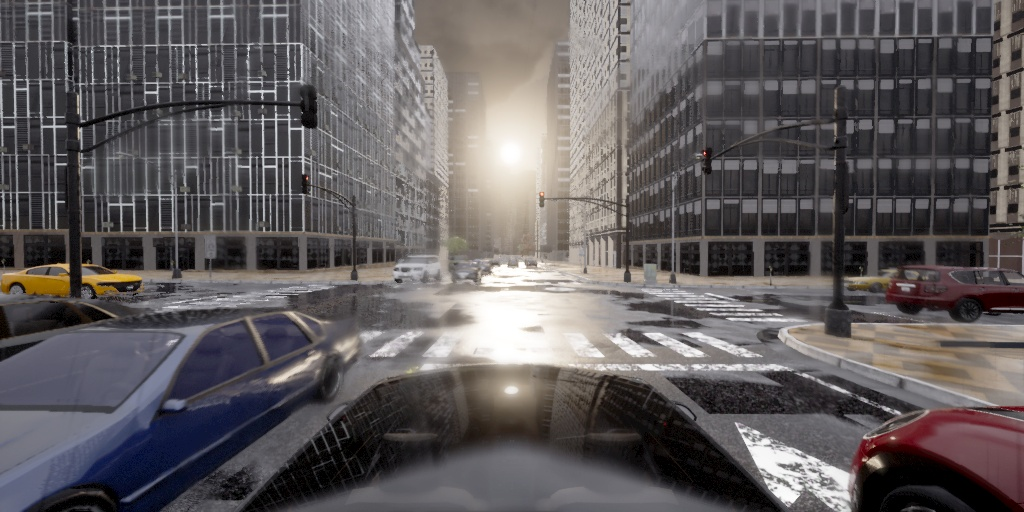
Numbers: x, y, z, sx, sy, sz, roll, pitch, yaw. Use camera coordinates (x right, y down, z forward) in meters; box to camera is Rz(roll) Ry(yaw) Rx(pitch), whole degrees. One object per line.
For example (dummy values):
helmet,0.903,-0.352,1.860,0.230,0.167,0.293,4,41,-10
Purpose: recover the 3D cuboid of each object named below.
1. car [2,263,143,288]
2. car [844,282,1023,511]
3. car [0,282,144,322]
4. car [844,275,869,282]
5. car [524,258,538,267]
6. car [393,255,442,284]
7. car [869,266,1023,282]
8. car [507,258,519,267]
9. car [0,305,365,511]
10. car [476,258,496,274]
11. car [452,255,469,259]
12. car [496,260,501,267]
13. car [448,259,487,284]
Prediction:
car,-19.229,1.086,15.833,5.008,1.535,1.882,1,1,3
car,3.254,1.103,0.441,2.097,1.767,4.553,0,0,0
car,-6.595,1.253,3.866,1.837,1.490,4.892,0,0,0
car,21.863,1.409,20.821,4.829,1.417,1.751,0,0,1
car,3.453,1.304,63.411,1.895,1.301,4.718,0,0,0
car,-6.923,0.941,26.902,2.150,2.045,5.566,0,-1,5
car,16.225,1.282,12.555,5.009,1.841,2.192,0,0,1
car,0.203,1.267,63.393,1.994,1.385,4.181,0,0,0
car,-3.344,1.295,3.577,2.033,1.411,5.357,0,0,0
car,-3.226,1.217,40.377,2.128,1.511,4.902,0,0,0
car,-6.453,0.944,44.263,2.150,2.045,5.566,0,0,0
car,-3.075,1.302,64.584,1.895,1.301,4.718,0,0,1
car,-3.269,1.203,26.536,2.128,1.511,4.902,0,-1,0
